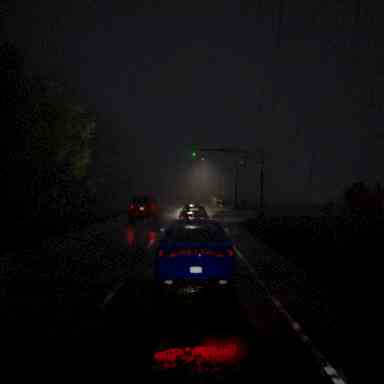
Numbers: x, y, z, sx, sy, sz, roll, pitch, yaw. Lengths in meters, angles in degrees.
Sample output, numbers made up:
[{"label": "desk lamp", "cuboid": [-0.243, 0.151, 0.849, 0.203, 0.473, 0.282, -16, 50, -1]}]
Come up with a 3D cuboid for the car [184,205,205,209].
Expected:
[{"label": "car", "cuboid": [0.158, 1.556, 21.732, 2.033, 1.411, 5.357, 0, 0, 2]}]

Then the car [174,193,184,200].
[{"label": "car", "cuboid": [-3.733, 1.366, 90.278, 2.097, 1.767, 4.553, 0, 0, 0]}]

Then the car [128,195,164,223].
[{"label": "car", "cuboid": [-3.465, 1.231, 25.641, 2.150, 2.045, 5.566, 0, 0, 0]}]

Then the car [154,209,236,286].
[{"label": "car", "cuboid": [0.076, 1.481, 9.489, 1.882, 1.535, 5.008, 0, 0, 0]}]

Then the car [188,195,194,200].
[{"label": "car", "cuboid": [-0.245, 1.510, 95.564, 1.837, 1.490, 4.892, 0, 0, 0]}]
